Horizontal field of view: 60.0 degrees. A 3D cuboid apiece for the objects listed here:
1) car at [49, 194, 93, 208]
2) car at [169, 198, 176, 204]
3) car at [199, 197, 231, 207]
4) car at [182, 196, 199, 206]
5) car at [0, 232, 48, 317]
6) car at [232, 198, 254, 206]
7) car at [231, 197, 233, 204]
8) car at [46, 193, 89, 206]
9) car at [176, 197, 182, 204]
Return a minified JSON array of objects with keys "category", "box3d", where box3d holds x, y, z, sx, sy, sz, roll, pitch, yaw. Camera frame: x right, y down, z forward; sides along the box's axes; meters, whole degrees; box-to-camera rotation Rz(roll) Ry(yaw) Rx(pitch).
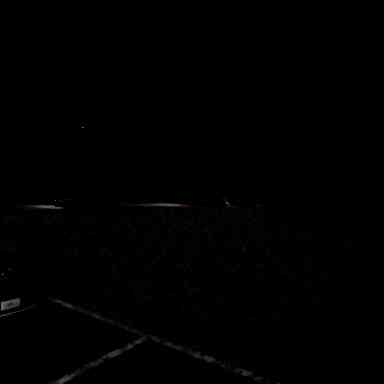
[{"category":"car","box3d":[-13.868,1.047,39.342,1.812,1.442,4.674,2,0,36]},{"category":"car","box3d":[-2.180,1.502,60.861,1.895,1.301,4.718,2,0,36]},{"category":"car","box3d":[3.609,1.591,52.137,1.837,1.490,4.892,2,0,36]},{"category":"car","box3d":[1.136,1.497,54.263,2.128,1.511,4.902,2,0,37]},{"category":"car","box3d":[-4.418,1.352,6.159,4.403,1.369,2.008,2,1,36]},{"category":"car","box3d":[9.644,1.846,60.548,1.994,1.385,4.181,2,0,36]},{"category":"car","box3d":[7.016,1.689,62.456,2.128,1.511,4.902,2,0,36]},{"category":"car","box3d":[-15.718,0.967,42.337,1.837,1.490,4.892,2,0,36]},{"category":"car","box3d":[-0.053,1.462,58.268,2.128,1.511,4.902,2,0,36]}]
